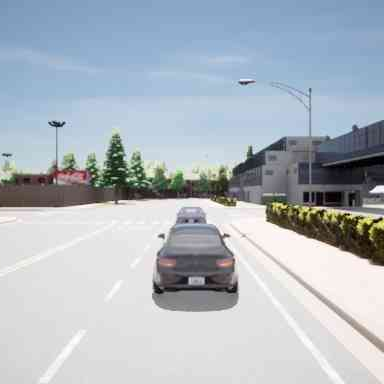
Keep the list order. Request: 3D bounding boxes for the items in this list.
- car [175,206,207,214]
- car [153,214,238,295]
[{"bbox_3d":[-0.049,1.571,19.995,2.033,1.411,5.357,0,0,0],"label":"car"},{"bbox_3d":[0.062,1.536,8.663,1.812,1.442,4.674,0,0,-1],"label":"car"}]
